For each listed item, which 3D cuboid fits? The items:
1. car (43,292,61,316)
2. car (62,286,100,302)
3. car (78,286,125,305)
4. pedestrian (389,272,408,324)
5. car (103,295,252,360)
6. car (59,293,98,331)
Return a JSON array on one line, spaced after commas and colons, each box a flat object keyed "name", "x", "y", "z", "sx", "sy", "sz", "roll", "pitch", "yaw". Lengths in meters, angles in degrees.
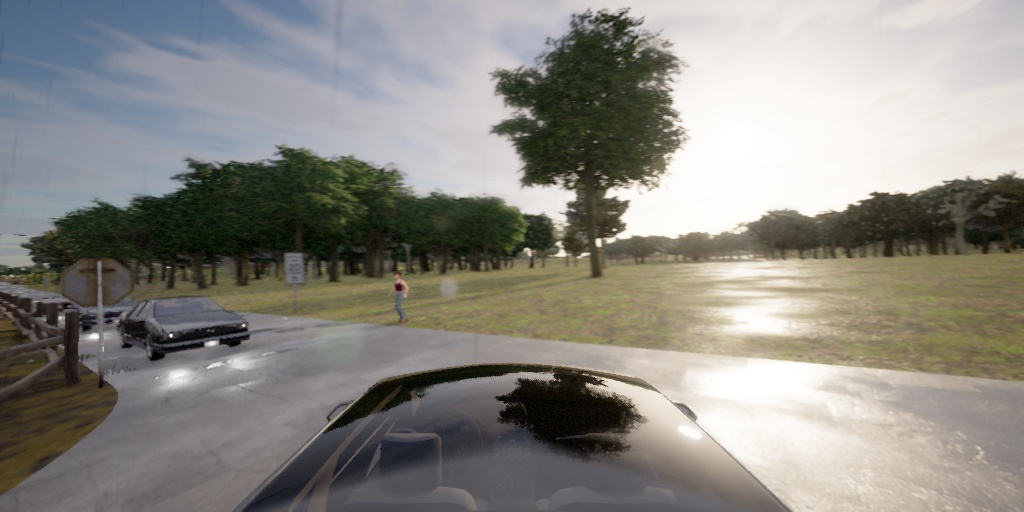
[{"name": "car", "x": -28.727, "y": 2.999, "z": 23.157, "sx": 4.181, "sy": 1.385, "sz": 1.994, "roll": -3, "pitch": -2, "yaw": 34}, {"name": "car", "x": -46.697, "y": 4.036, "z": 38.795, "sx": 4.902, "sy": 1.511, "sz": 2.128, "roll": -3, "pitch": -2, "yaw": 34}, {"name": "car", "x": -36.899, "y": 3.487, "z": 32.196, "sx": 4.902, "sy": 1.511, "sz": 2.128, "roll": -3, "pitch": -2, "yaw": 34}, {"name": "pedestrian", "x": -3.951, "y": 1.424, "z": 12.602, "sx": 0.375, "sy": 1.860, "sz": 0.375, "roll": -3, "pitch": -2, "yaw": 34}, {"name": "car", "x": -9.473, "y": 1.859, "z": 10.172, "sx": 5.357, "sy": 1.411, "sz": 2.033, "roll": -3, "pitch": -2, "yaw": 34}, {"name": "car", "x": -18.106, "y": 2.363, "z": 15.984, "sx": 5.357, "sy": 1.411, "sz": 2.033, "roll": -3, "pitch": -2, "yaw": 34}]
